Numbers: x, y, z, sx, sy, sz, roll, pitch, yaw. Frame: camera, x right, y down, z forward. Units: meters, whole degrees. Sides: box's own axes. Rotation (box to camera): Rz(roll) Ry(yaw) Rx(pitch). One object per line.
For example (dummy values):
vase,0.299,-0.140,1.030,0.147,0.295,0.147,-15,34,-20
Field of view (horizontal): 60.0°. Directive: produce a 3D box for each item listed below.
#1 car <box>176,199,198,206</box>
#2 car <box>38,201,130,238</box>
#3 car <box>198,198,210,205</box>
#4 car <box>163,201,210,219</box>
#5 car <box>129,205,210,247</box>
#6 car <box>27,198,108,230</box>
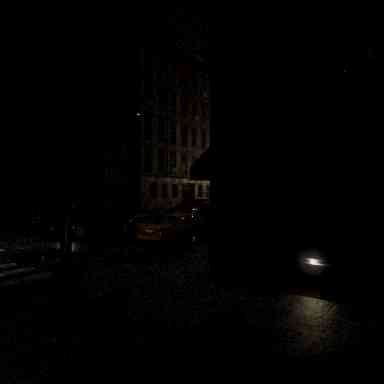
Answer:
car,0.613,1.322,25.992,2.097,1.767,4.553,0,0,35
car,-5.222,1.457,17.823,1.882,1.535,5.008,0,0,34
car,2.833,1.314,19.662,2.192,1.841,5.009,0,0,36
car,-0.394,1.522,28.956,1.947,1.339,4.313,0,0,36
car,-0.371,1.530,15.180,1.752,1.417,4.829,0,0,36
car,-6.994,1.282,19.714,2.192,1.841,5.009,0,0,36
